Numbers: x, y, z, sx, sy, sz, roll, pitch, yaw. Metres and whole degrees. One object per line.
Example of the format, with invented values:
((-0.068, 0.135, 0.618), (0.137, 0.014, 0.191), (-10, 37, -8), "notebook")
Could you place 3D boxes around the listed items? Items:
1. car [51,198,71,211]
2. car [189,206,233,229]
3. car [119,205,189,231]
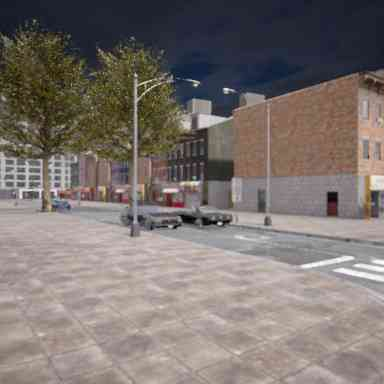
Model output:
((-15.505, 1.453, 38.730), (1.812, 1.442, 4.674), (0, 0, -34), "car")
((0.344, 1.556, 21.333), (1.895, 1.301, 4.718), (0, 0, -37), "car")
((-2.674, 1.491, 20.318), (2.033, 1.411, 5.357), (0, 0, -35), "car")
